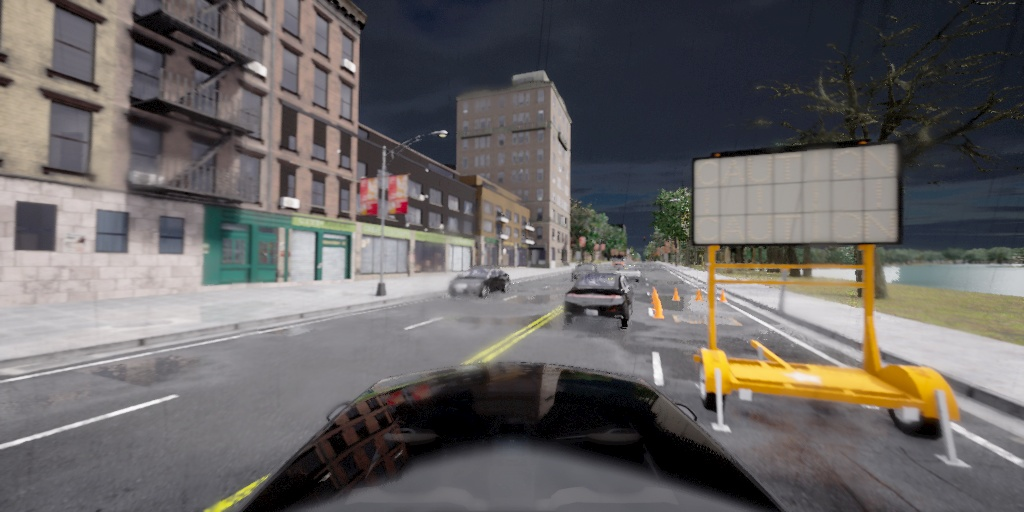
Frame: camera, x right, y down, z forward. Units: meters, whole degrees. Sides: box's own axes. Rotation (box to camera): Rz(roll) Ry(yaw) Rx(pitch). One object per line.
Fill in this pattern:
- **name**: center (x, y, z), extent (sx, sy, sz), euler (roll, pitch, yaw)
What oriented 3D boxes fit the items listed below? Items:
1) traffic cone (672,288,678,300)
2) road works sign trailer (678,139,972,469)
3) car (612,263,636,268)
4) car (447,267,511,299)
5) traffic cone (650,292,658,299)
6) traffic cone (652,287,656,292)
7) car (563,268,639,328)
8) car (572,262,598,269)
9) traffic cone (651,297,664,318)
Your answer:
- **traffic cone**: center (7.991, 1.831, 17.474), extent (0.340, 0.580, 0.340), euler (0, 0, 20)
- **road works sign trailer**: center (3.861, 0.257, 5.143), extent (2.380, 3.560, 2.880), euler (0, 0, 20)
- **car**: center (10.045, 1.541, 31.075), extent (1.895, 1.301, 4.718), euler (0, 0, 20)
- **car**: center (-1.579, 1.338, 18.881), extent (2.128, 1.511, 4.902), euler (0, 0, 20)
- **traffic cone**: center (5.672, 1.805, 14.065), extent (0.340, 0.580, 0.340), euler (0, 0, 20)
- **traffic cone**: center (6.363, 1.817, 15.942), extent (0.340, 0.580, 0.340), euler (0, 0, 20)
- **car**: center (2.993, 1.320, 11.899), extent (2.128, 1.511, 4.902), euler (0, 0, 20)
- **car**: center (6.312, 1.432, 30.920), extent (1.837, 1.490, 4.892), euler (0, 0, 20)
- **traffic cone**: center (4.982, 1.793, 12.188), extent (0.340, 0.580, 0.340), euler (0, 0, 20)
